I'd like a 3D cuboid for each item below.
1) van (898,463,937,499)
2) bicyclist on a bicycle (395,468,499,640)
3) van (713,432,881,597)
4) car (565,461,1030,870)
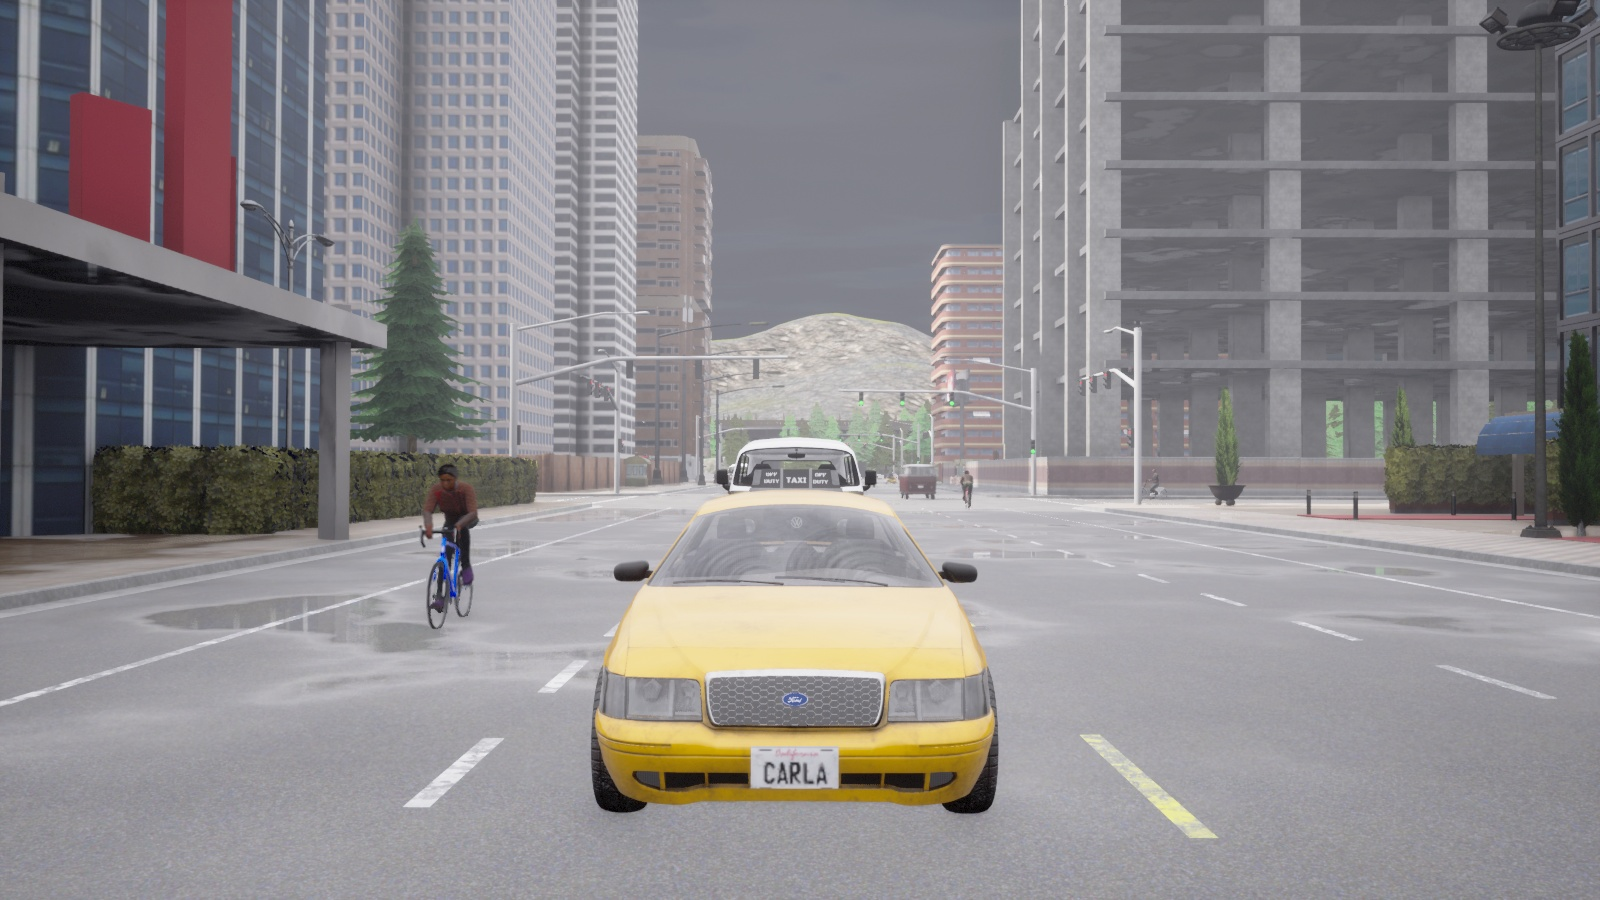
[{"bbox_3d":[6.639,1.735,71.311,1.775,1.987,4.442,0,-1,-1],"label":"van"},{"bbox_3d":[-3.532,0.994,12.682,0.582,1.620,1.656,0,-1,0],"label":"bicyclist on a bicycle"},{"bbox_3d":[-0.046,0.836,17.761,2.069,2.038,4.480,0,-1,0],"label":"van"},{"bbox_3d":[-0.019,0.880,7.560,1.801,1.575,5.366,0,-1,0],"label":"car"}]
